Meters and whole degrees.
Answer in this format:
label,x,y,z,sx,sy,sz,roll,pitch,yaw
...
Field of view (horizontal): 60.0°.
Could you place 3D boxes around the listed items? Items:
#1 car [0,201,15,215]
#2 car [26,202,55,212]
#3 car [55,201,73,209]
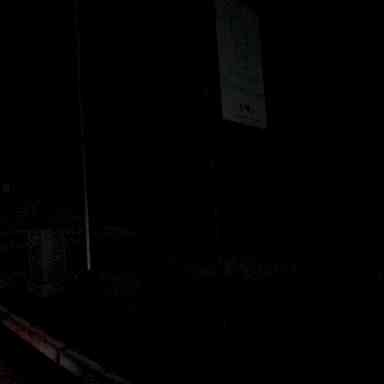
label,x,y,z,sx,sy,sz,roll,pitch,yaw
car,-23.180,1.881,39.830,2.097,1.767,4.553,-3,0,-5
car,-23.520,2.231,51.210,1.994,1.385,4.181,-4,-1,7
car,-25.317,2.571,65.652,1.882,1.535,5.008,-4,-1,7
